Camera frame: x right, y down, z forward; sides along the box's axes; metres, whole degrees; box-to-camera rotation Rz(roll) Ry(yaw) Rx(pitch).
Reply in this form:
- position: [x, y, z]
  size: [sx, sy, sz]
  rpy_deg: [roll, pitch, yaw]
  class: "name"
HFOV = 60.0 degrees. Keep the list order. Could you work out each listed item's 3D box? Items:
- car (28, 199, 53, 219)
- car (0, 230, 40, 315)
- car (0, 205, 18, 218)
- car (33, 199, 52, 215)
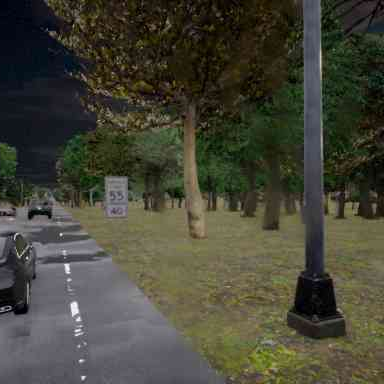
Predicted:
- position: [-15.952, 1.743, 35.056]
  size: [2.150, 2.045, 5.566]
  rpy_deg: [0, -1, -22]
  class: "car"
- position: [-4.534, 1.602, 7.347]
  size: [1.837, 1.490, 4.892]
  rpy_deg: [0, -1, -22]
  class: "car"
- position: [-20.398, 2.145, 36.457]
  size: [1.994, 1.385, 4.181]
  rpy_deg: [0, -1, -22]
  class: "car"
- position: [-20.112, 1.921, 44.997]
  size: [2.150, 2.045, 5.566]
  rpy_deg: [0, -1, -22]
  class: "car"
